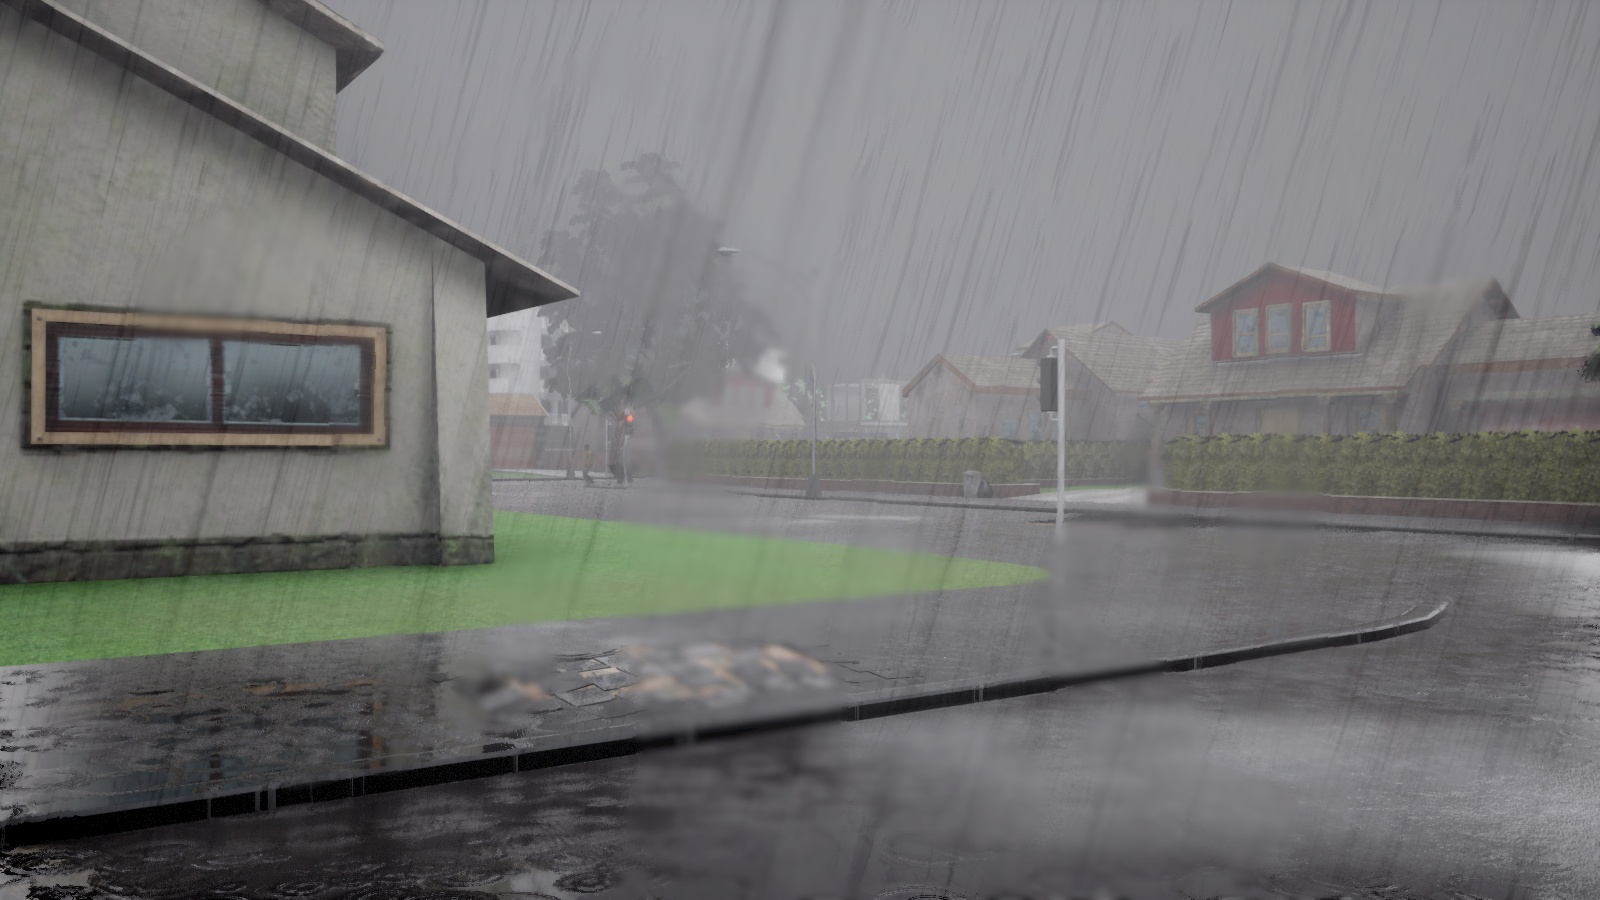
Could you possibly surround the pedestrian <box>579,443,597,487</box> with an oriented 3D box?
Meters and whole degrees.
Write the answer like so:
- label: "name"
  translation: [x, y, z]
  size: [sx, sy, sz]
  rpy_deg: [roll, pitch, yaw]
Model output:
- label: "pedestrian"
  translation: [-8.888, 0.644, 52.719]
  size: [0.709, 1.840, 0.431]
  rpy_deg: [0, 0, -14]
